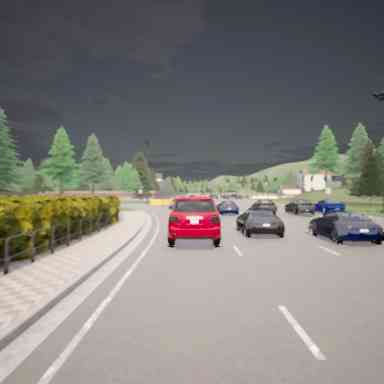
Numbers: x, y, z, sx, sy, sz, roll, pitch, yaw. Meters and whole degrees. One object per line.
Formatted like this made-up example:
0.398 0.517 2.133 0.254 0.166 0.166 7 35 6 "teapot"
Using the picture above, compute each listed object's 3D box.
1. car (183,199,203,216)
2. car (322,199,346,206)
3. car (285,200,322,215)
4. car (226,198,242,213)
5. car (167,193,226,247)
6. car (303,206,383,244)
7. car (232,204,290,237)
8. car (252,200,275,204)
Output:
0.083 1.495 32.996 1.837 1.490 4.892 0 0 0 "car"
14.083 1.467 34.485 1.882 1.535 5.008 0 0 0 "car"
10.582 1.482 32.915 2.128 1.511 4.902 0 0 0 "car"
3.583 1.554 33.618 1.994 1.385 4.181 0 0 0 "car"
0.087 1.217 15.216 2.150 2.045 5.566 0 0 0 "car"
7.090 1.559 15.690 1.994 1.385 4.181 0 0 0 "car"
3.590 1.559 18.012 1.994 1.385 4.181 0 0 0 "car"
7.082 1.482 32.912 2.128 1.511 4.902 0 0 0 "car"
